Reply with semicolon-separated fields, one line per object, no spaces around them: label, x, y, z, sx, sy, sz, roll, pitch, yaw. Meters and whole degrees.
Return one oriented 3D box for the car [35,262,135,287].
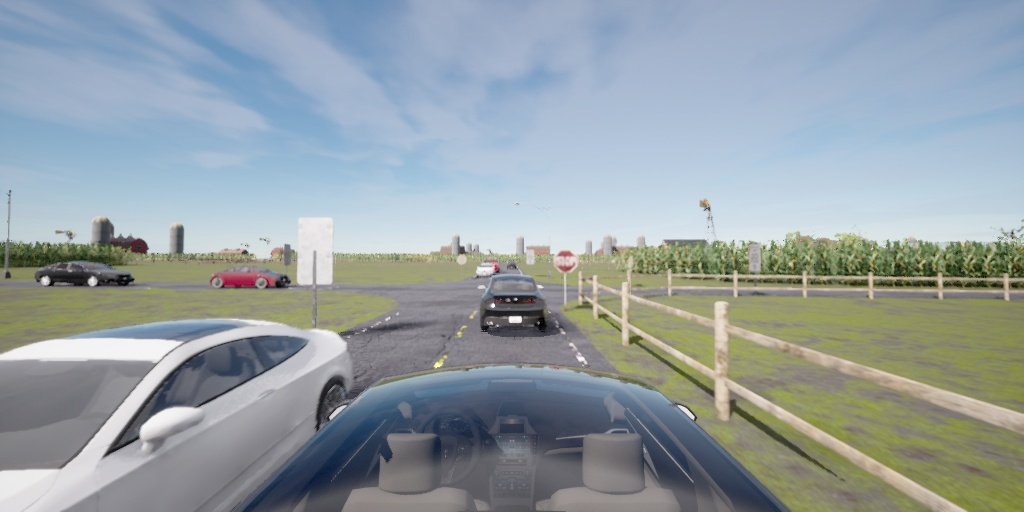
car;-26.662;1.139;22.462;4.892;1.490;1.837;1;-1;0

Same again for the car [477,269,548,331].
car;-0.025;1.340;11.375;1.837;1.490;4.892;0;0;-2

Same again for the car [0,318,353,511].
car;-2.828;1.284;2.596;1.812;1.442;4.674;0;-1;0

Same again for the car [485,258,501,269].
car;-2.880;1.362;49.664;2.150;2.045;5.566;0;0;0

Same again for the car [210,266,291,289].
car;-16.257;1.307;22.422;4.181;1.385;1.994;1;-1;-1

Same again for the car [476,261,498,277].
car;-2.873;1.590;39.720;1.812;1.442;4.674;0;0;0
